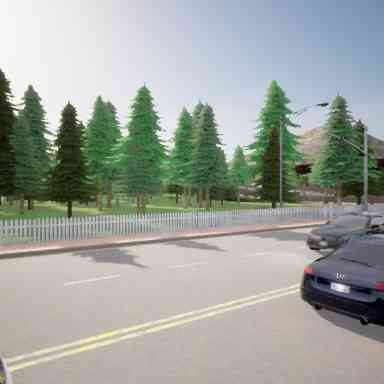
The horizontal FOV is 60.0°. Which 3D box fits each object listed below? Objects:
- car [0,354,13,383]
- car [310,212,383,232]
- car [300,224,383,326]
[{"bbox_3d":[-3.726,1.223,1.098,5.566,2.045,2.150,0,0,-36],"label":"car"},{"bbox_3d":[6.430,1.526,12.865,4.674,1.442,1.812,0,0,-36],"label":"car"},{"bbox_3d":[4.102,1.564,6.697,4.181,1.385,1.994,0,0,-35],"label":"car"}]
